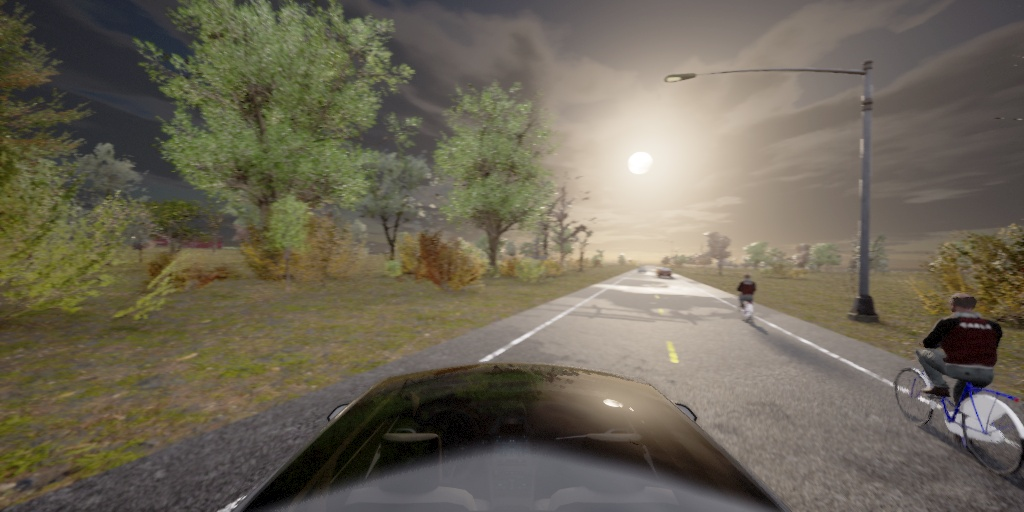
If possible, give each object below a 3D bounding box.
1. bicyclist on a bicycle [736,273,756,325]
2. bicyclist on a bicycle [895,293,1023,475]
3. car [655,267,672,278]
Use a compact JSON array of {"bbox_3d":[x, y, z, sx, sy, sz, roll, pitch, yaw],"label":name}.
[{"bbox_3d":[8.294,1.494,12.760,0.659,1.776,1.843,1,0,21],"label":"bicyclist on a bicycle"},{"bbox_3d":[5.031,1.298,4.151,0.659,1.776,1.843,1,0,21],"label":"bicyclist on a bicycle"},{"bbox_3d":[23.257,2.518,54.686,1.882,1.535,5.008,1,0,21],"label":"car"}]
